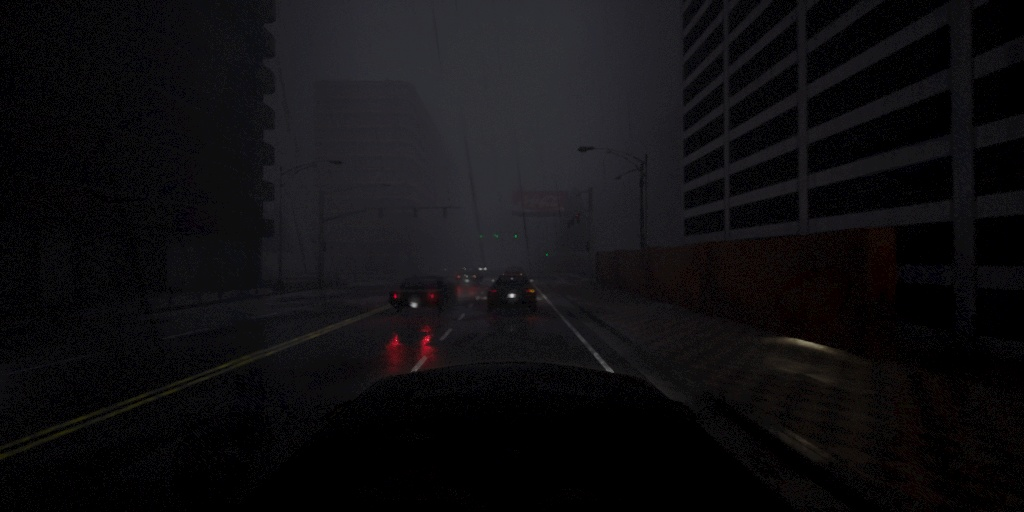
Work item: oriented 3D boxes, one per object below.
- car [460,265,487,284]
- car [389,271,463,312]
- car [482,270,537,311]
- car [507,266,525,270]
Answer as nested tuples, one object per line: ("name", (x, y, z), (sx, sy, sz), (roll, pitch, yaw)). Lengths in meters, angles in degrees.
("car", (-3.483, 1.662, 30.069), (1.895, 1.301, 4.718), (0, -1, 0))
("car", (-3.485, 1.498, 15.076), (1.895, 1.301, 4.718), (0, -1, 0))
("car", (0.019, 1.463, 15.285), (1.994, 1.385, 4.181), (0, -1, 0))
("car", (0.312, 1.592, 30.647), (1.812, 1.442, 4.674), (0, 0, 7))
